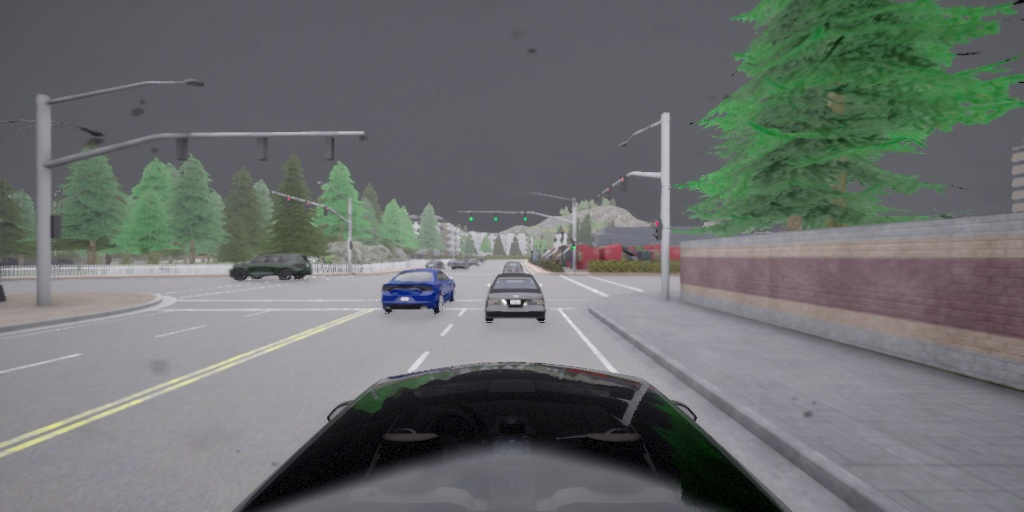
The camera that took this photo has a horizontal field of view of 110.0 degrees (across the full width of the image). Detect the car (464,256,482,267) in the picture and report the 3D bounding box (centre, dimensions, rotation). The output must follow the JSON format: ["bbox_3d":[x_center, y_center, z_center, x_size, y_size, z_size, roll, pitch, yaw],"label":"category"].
[{"bbox_3d":[-7.028,1.169,65.037,1.837,1.490,4.892,0,0,1],"label":"car"}]

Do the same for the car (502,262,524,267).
[{"bbox_3d":[0.098,1.235,32.828,2.033,1.411,5.357,0,0,0],"label":"car"}]

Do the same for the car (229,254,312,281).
[{"bbox_3d":[-18.719,0.877,27.989,5.566,2.045,2.150,0,0,-3],"label":"car"}]

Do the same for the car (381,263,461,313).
[{"bbox_3d":[-3.404,1.210,13.872,1.882,1.535,5.008,0,0,0],"label":"car"}]

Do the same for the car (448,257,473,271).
[{"bbox_3d":[-7.080,1.233,49.317,2.033,1.411,5.357,0,0,0],"label":"car"}]

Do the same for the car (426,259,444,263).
[{"bbox_3d":[-10.580,1.176,49.269,2.128,1.511,4.902,0,0,0],"label":"car"}]

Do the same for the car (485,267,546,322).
[{"bbox_3d":[0.095,1.283,12.161,2.033,1.411,5.357,0,0,0],"label":"car"}]
